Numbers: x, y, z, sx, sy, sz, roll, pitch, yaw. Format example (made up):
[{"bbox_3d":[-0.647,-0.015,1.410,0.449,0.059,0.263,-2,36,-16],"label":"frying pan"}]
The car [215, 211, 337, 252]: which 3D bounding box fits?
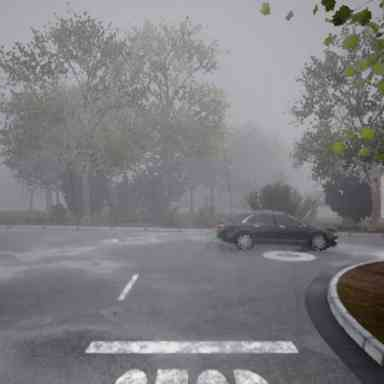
[{"bbox_3d":[3.430,1.563,13.747,4.892,1.490,1.837,1,-1,0],"label":"car"}]
